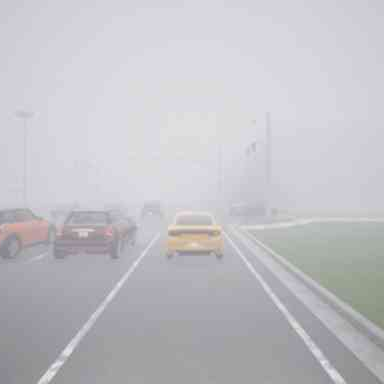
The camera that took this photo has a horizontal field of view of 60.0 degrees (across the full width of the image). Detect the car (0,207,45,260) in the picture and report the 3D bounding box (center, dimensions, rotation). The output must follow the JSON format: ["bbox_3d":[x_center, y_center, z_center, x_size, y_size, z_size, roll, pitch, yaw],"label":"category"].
[{"bbox_3d":[-6.916,1.349,12.609,2.097,1.767,4.553,0,0,0],"label":"car"}]

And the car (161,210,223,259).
[{"bbox_3d":[0.084,1.474,12.688,1.882,1.535,5.008,0,0,0],"label":"car"}]

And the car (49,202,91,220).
[{"bbox_3d":[-10.415,1.593,28.826,1.895,1.301,4.718,0,0,0],"label":"car"}]

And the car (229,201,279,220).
[{"bbox_3d":[5.269,1.518,28.391,4.674,1.442,1.812,0,-1,-31],"label":"car"}]

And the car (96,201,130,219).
[{"bbox_3d":[-6.915,1.556,29.599,1.994,1.385,4.181,0,0,0],"label":"car"}]

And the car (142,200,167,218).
[{"bbox_3d":[-3.415,1.497,29.862,1.837,1.490,4.892,0,0,0],"label":"car"}]

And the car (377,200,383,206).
[{"bbox_3d":[31.231,1.512,51.506,4.674,1.442,1.812,0,0,0],"label":"car"}]

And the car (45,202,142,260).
[{"bbox_3d":[-3.416,1.349,12.597,2.097,1.767,4.553,0,0,0],"label":"car"}]
